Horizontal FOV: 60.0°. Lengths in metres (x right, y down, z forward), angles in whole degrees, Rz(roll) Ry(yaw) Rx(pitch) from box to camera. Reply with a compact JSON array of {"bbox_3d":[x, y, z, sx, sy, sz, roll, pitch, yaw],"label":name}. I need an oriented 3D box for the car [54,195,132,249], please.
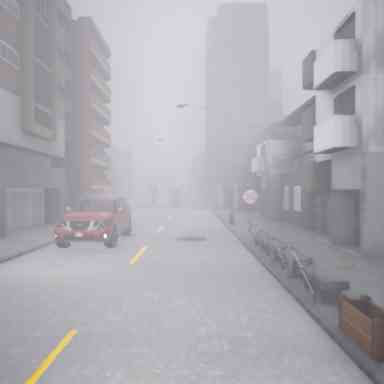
[{"bbox_3d":[-4.092,1.186,14.795,2.150,2.045,5.566,0,0,0],"label":"car"}]
